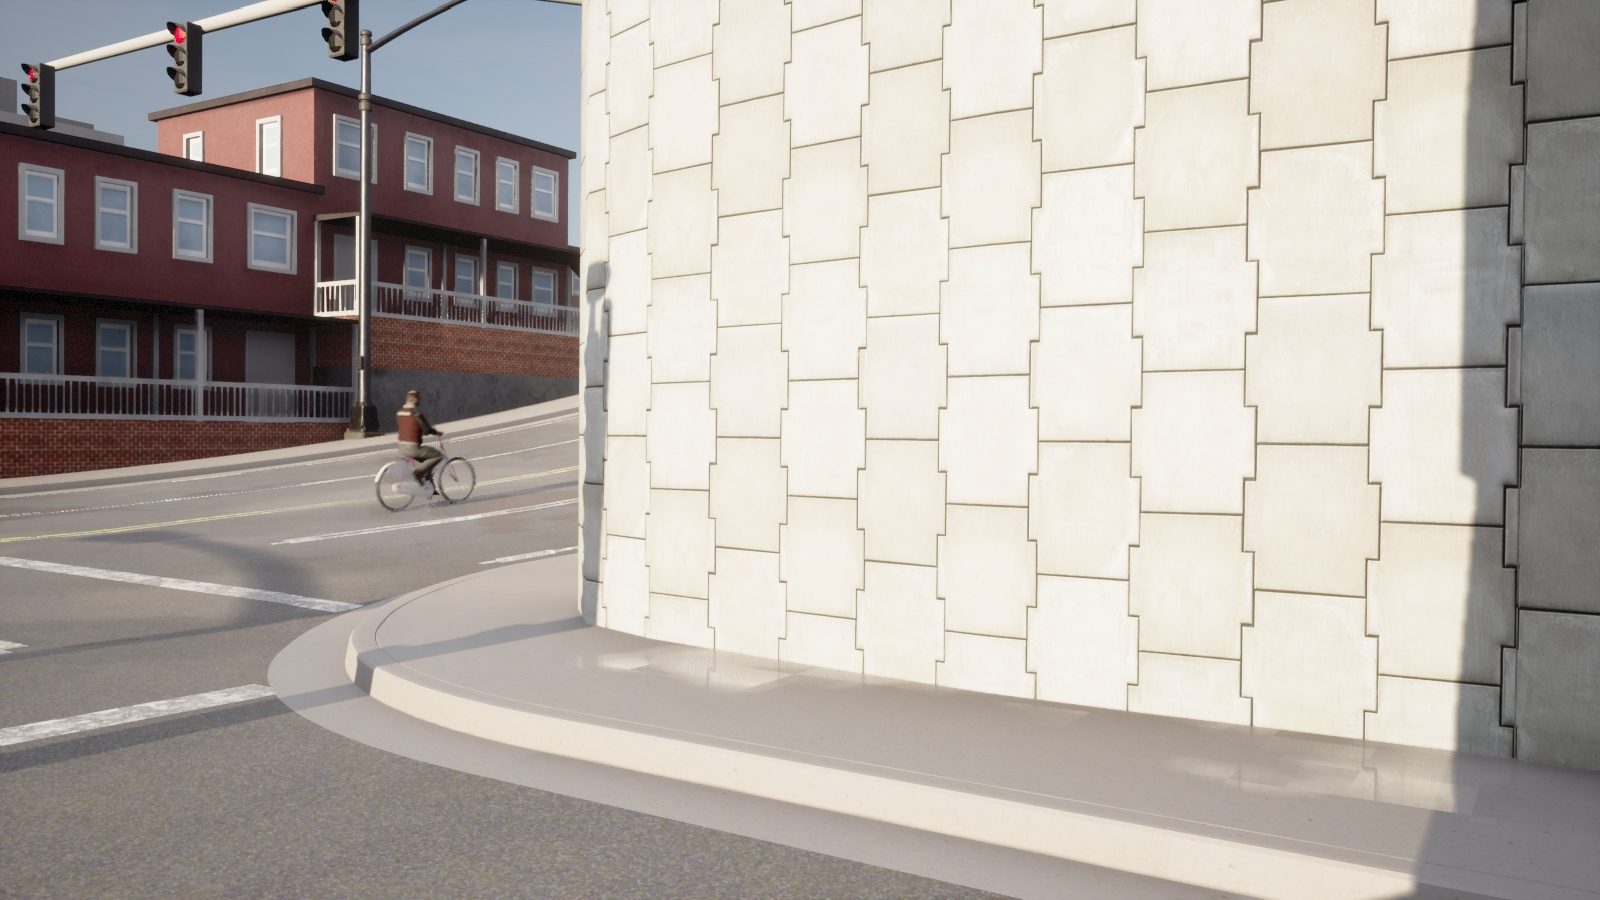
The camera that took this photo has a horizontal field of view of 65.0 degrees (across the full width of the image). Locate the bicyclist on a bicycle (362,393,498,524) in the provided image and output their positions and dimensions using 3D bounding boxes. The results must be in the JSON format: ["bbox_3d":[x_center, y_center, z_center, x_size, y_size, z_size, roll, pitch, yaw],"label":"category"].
[{"bbox_3d":[-5.493,0.084,18.755,0.659,1.776,1.843,0,5,33],"label":"bicyclist on a bicycle"}]
